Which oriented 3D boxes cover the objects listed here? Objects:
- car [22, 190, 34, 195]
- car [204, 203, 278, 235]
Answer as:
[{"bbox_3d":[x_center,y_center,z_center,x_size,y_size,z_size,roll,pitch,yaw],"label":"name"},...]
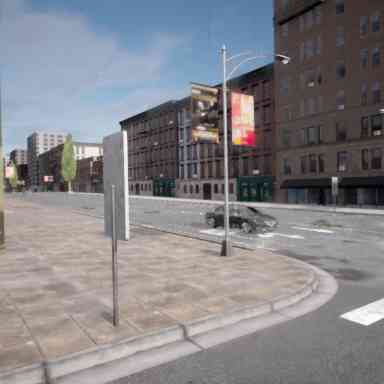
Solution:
[{"bbox_3d":[-35.394,0.270,71.783,1.812,1.442,4.674,-2,2,-36],"label":"car"},{"bbox_3d":[2.685,1.451,19.060,1.837,1.490,4.892,-2,2,-36],"label":"car"}]
